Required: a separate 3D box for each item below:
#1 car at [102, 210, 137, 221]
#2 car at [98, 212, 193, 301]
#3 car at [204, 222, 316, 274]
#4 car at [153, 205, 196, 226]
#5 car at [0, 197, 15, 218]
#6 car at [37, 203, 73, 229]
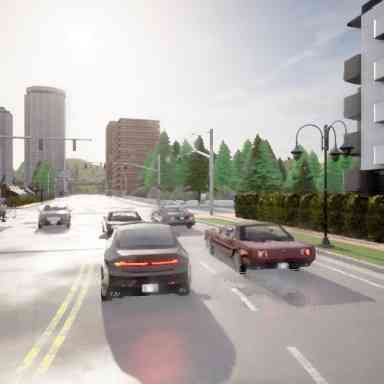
[{"bbox_3d":[-3.637,1.601,17.259,1.895,1.301,4.718,0,0,-18],"label":"car"},{"bbox_3d":[-1.272,1.505,8.443,1.837,1.490,4.892,0,0,-12],"label":"car"},{"bbox_3d":[1.827,1.601,10.696,1.895,1.301,4.718,0,0,-13],"label":"car"},{"bbox_3d":[-1.337,1.547,21.419,2.033,1.411,5.357,0,0,-18],"label":"car"},{"bbox_3d":[-12.228,1.115,20.713,1.837,1.490,4.892,0,0,-19],"label":"car"},{"bbox_3d":[-8.914,1.515,21.839,2.128,1.511,4.902,0,0,-19],"label":"car"}]
